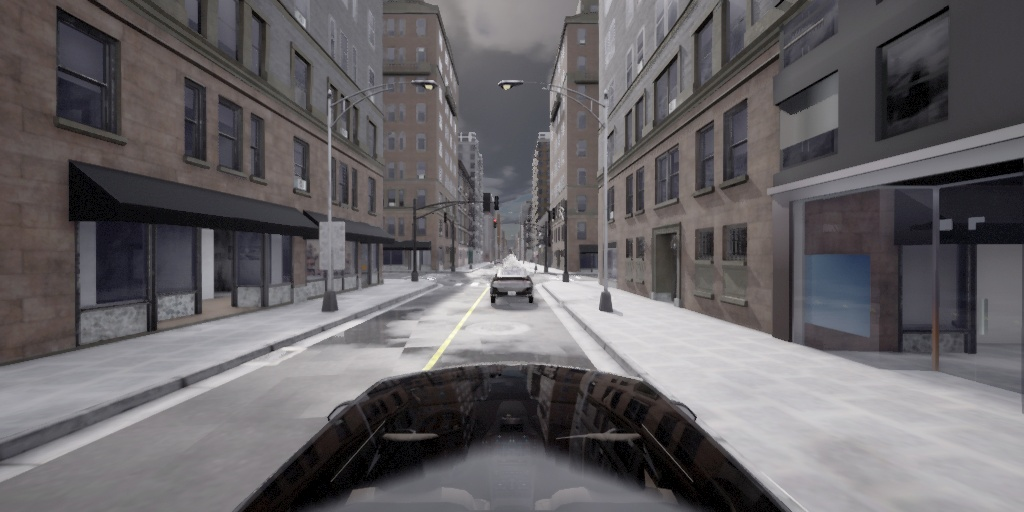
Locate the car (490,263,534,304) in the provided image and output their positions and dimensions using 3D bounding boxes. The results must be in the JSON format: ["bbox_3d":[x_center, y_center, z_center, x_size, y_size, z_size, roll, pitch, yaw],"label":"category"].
[{"bbox_3d":[0.000,1.251,16.501,2.128,1.511,4.902,0,0,0],"label":"car"}]
